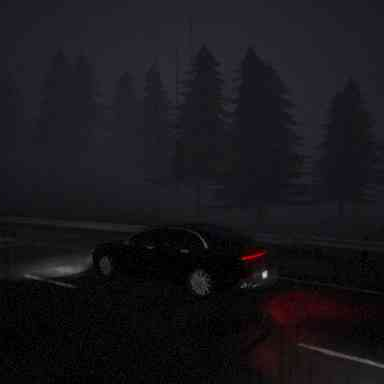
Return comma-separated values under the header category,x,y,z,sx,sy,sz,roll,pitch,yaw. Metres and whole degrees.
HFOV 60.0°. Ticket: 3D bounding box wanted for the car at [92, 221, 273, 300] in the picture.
category,x,y,z,sx,sy,sz,roll,pitch,yaw
car,-0.454,1.495,8.403,4.892,1.490,1.837,0,0,34
